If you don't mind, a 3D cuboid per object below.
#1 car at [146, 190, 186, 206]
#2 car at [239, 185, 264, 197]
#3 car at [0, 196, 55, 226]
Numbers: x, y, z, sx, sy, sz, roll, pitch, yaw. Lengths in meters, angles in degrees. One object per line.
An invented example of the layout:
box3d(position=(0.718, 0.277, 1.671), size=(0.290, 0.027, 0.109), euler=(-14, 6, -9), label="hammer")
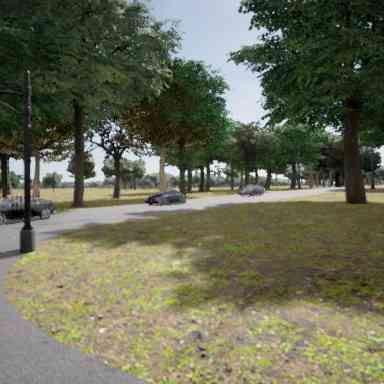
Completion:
box3d(position=(-2.456, 0.535, 31.655), size=(1.994, 1.385, 4.181), euler=(-1, 2, 38), label="car")
box3d(position=(8.121, -0.201, 45.358), size=(2.128, 1.511, 4.902), euler=(-1, 2, 38), label="car")
box3d(position=(-10.466, 1.024, 19.674), size=(2.128, 1.511, 4.902), euler=(-1, 2, 26), label="car")
